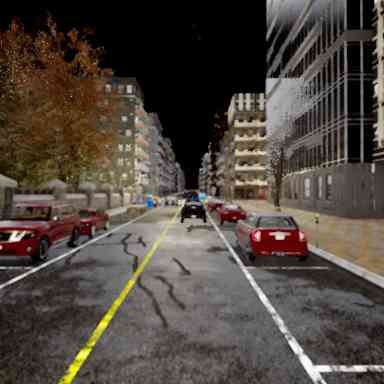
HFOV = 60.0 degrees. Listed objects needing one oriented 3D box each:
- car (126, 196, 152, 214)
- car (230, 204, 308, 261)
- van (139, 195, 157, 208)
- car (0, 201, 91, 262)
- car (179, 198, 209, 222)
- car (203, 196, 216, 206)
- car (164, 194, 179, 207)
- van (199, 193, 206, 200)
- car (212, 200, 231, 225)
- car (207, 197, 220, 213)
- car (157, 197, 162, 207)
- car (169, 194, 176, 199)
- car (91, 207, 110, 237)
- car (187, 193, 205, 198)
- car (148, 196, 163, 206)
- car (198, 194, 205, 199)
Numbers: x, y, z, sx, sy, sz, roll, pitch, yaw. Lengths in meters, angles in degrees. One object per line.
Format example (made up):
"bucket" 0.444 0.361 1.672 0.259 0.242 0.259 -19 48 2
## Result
"car" -5.658 1.442 34.505 1.752 1.417 4.829 1 0 0
"car" 2.707 1.416 12.173 1.967 1.590 4.097 1 0 0
"van" -5.652 1.240 40.288 1.690 1.788 3.998 1 0 0
"car" -5.671 1.291 12.219 2.192 1.841 5.009 1 0 0
"car" 0.116 1.446 25.355 1.837 1.490 4.892 0 0 0
"car" 2.733 1.389 51.664 1.752 1.417 4.829 1 0 0
"car" -2.979 1.368 48.099 2.128 1.511 4.902 0 0 0
"van" 2.762 1.062 89.485 1.690 1.788 3.998 1 0 0
"car" 2.714 1.493 23.408 1.887 1.381 4.507 1 0 0
"car" 2.722 1.460 34.643 1.887 1.381 4.507 1 0 0
"car" -5.650 1.322 45.902 1.967 1.590 4.097 1 0 0
"car" -5.618 1.279 95.220 1.802 1.307 4.206 1 0 0
"car" -5.670 1.507 17.834 1.887 1.381 4.507 1 0 0
"car" 0.126 1.248 41.011 2.097 1.767 4.553 0 0 0
"car" -5.647 1.390 51.346 1.752 1.417 4.829 1 0 0
"car" 2.763 1.242 95.158 1.887 1.381 4.507 1 0 0
